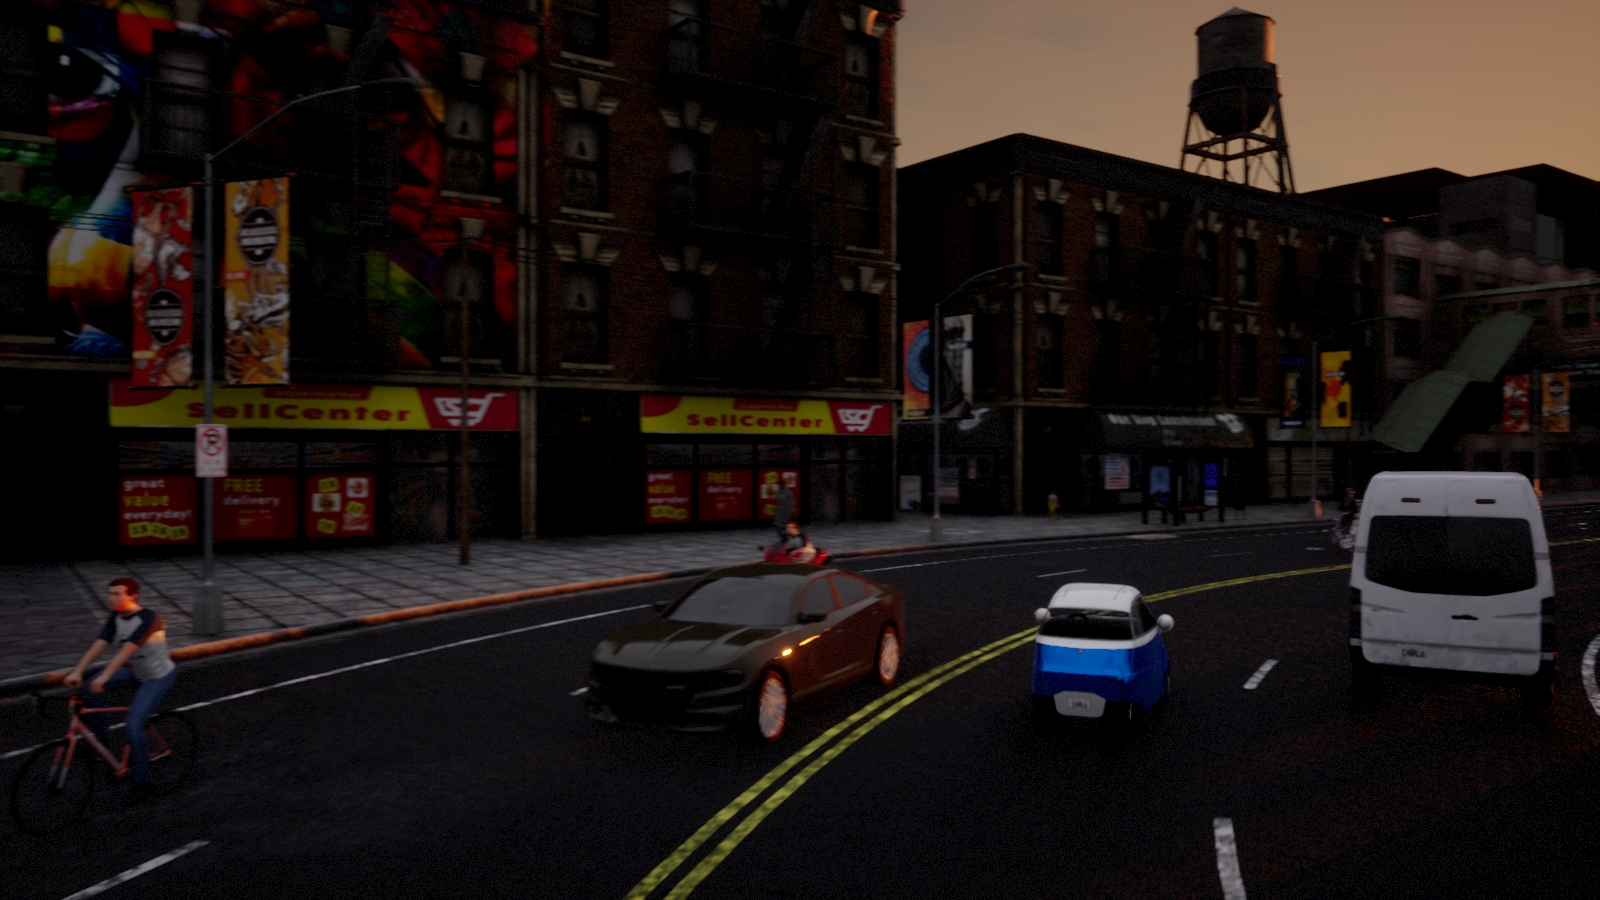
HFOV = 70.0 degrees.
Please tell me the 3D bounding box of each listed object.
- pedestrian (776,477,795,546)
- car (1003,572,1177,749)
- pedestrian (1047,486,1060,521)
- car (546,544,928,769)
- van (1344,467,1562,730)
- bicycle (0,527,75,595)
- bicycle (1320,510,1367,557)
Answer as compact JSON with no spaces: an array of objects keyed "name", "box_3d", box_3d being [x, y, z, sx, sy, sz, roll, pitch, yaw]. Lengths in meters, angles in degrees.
[{"name":"pedestrian","box_3d":[-0.393,1.693,31.491,0.375,1.860,0.375,0,0,35]},{"name":"car","box_3d":[3.115,2.123,12.047,1.481,1.376,2.207,0,0,22]},{"name":"pedestrian","box_3d":[9.442,1.985,42.546,0.375,1.300,0.375,0,0,37]},{"name":"car","box_3d":[-0.398,2.032,12.718,2.097,1.535,5.006,0,0,26]},{"name":"van","box_3d":[8.293,1.544,14.579,1.988,2.561,5.915,0,0,30]},{"name":"bicycle","box_3d":[-15.289,2.183,22.691,0.373,1.196,1.643,0,0,18]},{"name":"bicycle","box_3d":[14.594,2.226,30.663,1.835,1.171,0.329,0,0,-37]}]
